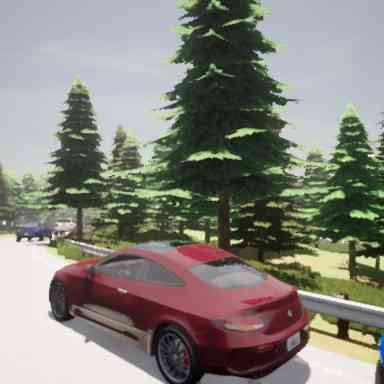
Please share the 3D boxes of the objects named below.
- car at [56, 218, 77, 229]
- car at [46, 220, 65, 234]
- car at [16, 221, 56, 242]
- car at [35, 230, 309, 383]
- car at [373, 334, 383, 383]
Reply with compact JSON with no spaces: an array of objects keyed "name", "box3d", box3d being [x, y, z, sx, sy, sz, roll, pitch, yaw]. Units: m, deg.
[{"name":"car","box3d":[-15.950,4.379,42.327,2.150,2.045,5.566,0,-5,-12]},{"name":"car","box3d":[-22.230,5.669,54.398,2.150,2.045,5.566,0,-5,-14]},{"name":"car","box3d":[-12.521,3.135,26.509,1.812,1.442,4.674,0,-5,-12]},{"name":"car","box3d":[-0.552,1.506,5.301,4.674,1.442,1.812,0,0,43]},{"name":"car","box3d":[3.863,1.561,1.838,5.008,1.535,1.882,2,1,34]}]
